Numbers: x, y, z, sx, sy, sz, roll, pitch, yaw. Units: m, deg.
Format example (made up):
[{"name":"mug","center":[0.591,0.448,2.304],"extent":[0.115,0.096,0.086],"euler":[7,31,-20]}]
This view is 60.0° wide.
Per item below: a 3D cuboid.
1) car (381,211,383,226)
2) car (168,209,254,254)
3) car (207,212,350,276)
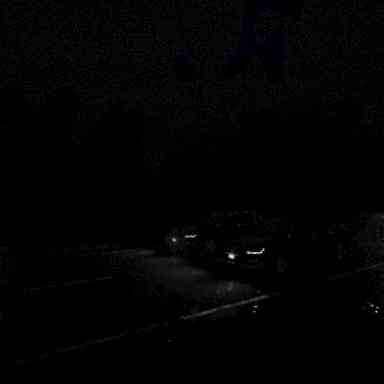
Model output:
[{"name":"car","center":[11.665,0.845,16.545],"extent":[5.566,2.045,2.150],"euler":[-4,2,-35]},{"name":"car","center":[1.331,1.479,13.524],"extent":[4.892,1.490,1.837],"euler":[-1,0,-35]},{"name":"car","center":[3.050,1.485,10.456],"extent":[4.892,1.490,1.837],"euler":[-1,0,-36]}]
